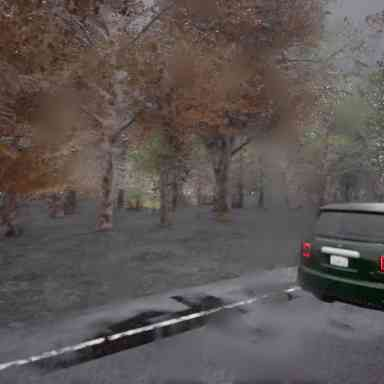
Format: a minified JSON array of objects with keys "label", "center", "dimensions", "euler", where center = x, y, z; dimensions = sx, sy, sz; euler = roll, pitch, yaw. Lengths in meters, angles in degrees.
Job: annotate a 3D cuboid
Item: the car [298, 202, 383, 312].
[{"label":"car","center":[4.605,1.233,7.032],"dimensions":[5.566,2.045,2.150],"euler":[0,0,-35]}]
